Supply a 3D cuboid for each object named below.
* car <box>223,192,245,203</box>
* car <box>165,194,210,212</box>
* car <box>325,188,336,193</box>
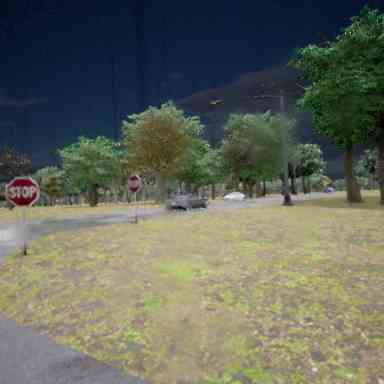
[{"bbox_3d":[6.247,0.757,48.787,1.812,1.442,4.674,-4,-1,34],"label":"car"},{"bbox_3d":[-0.290,0.832,26.836,1.994,1.385,4.181,-4,-1,34],"label":"car"},{"bbox_3d":[35.566,-0.403,85.660,1.812,1.442,4.674,-4,-1,33],"label":"car"}]
